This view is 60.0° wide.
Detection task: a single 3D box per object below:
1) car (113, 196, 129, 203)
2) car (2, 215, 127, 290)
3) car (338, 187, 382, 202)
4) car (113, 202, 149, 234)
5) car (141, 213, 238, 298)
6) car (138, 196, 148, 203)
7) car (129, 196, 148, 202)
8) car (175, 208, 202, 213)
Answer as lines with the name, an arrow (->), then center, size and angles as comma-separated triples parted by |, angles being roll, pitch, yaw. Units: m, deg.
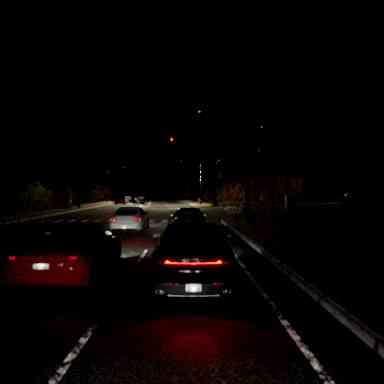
car -> -12.567, 1.587, 58.095 | 1.812, 1.442, 4.674 | 0, 0, -5
car -> -3.248, 1.561, 9.109 | 1.994, 1.385, 4.181 | 0, 0, -1
car -> 19.408, 0.206, 38.679 | 4.553, 1.767, 2.097 | -2, 0, -3
car -> -3.479, 1.525, 18.767 | 1.812, 1.442, 4.674 | 0, 0, -3
car -> 0.013, 1.502, 8.491 | 1.837, 1.490, 4.892 | 0, 0, 0
car -> -10.897, 1.664, 73.986 | 1.994, 1.385, 4.181 | 0, 0, -7
car -> -9.350, 1.555, 58.562 | 2.128, 1.511, 4.902 | 0, 0, -5
car -> -0.180, 1.546, 17.898 | 2.033, 1.411, 5.357 | 0, 0, -2
